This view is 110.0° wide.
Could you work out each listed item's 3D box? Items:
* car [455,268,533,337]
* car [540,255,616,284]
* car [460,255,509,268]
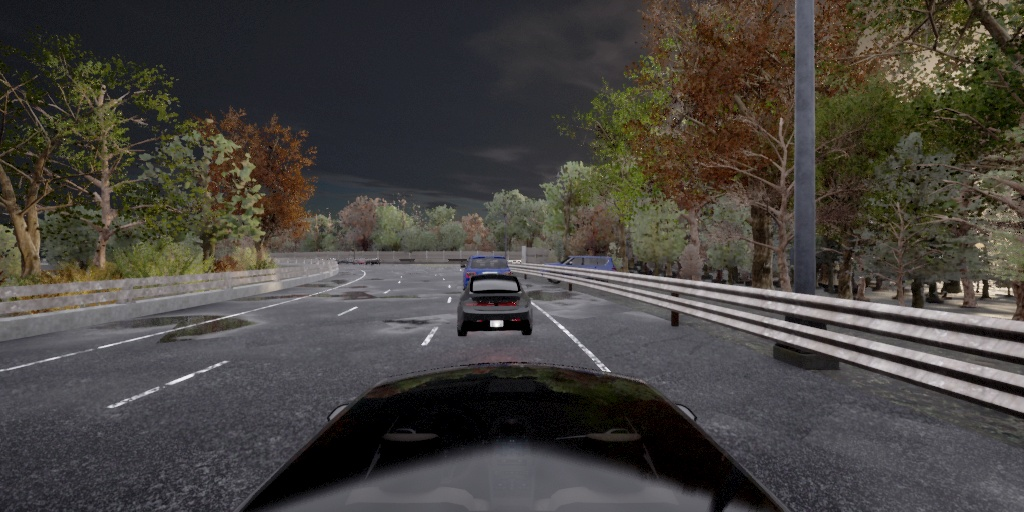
[{"bbox_3d":[-0.558,1.255,10.374,1.837,1.490,4.892,0,0,-5],"label":"car"},{"bbox_3d":[4.797,0.968,26.176,5.566,2.045,2.150,3,2,-5],"label":"car"},{"bbox_3d":[-1.334,0.972,17.859,2.150,2.045,5.566,0,0,-9],"label":"car"}]
